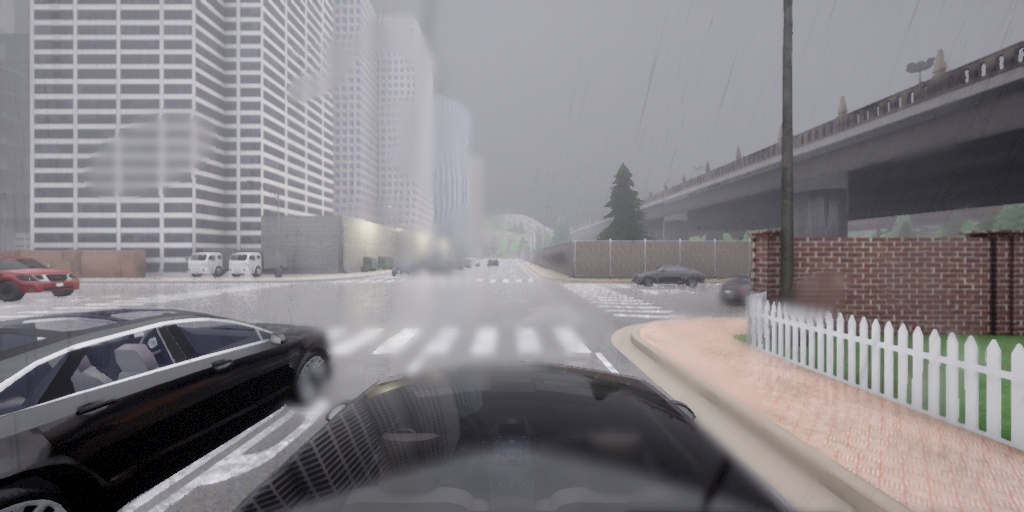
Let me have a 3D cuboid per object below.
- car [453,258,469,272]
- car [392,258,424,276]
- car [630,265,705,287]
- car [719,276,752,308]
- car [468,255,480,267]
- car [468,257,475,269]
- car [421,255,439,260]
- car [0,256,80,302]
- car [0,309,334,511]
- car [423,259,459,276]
[{"bbox_3d":[-7.125,1.269,45.715,1.994,1.385,4.181,0,0,0],"label":"car"},{"bbox_3d":[-10.620,1.241,36.273,1.812,1.442,4.674,0,0,0],"label":"car"},{"bbox_3d":[10.431,1.308,24.184,4.674,1.442,1.812,0,0,1],"label":"car"},{"bbox_3d":[10.203,1.357,13.483,4.181,1.385,1.994,0,0,0],"label":"car"},{"bbox_3d":[-7.058,0.907,64.759,2.150,2.045,5.566,0,0,0],"label":"car"},{"bbox_3d":[-7.113,1.261,54.112,1.994,1.385,4.181,0,0,0],"label":"car"},{"bbox_3d":[-10.627,0.927,45.975,2.150,2.045,5.566,0,0,0],"label":"car"},{"bbox_3d":[-24.153,1.012,16.972,5.566,2.045,2.150,0,0,0],"label":"car"},{"bbox_3d":[-3.557,1.240,3.303,2.128,1.511,4.902,0,0,1],"label":"car"},{"bbox_3d":[-7.119,1.262,36.477,2.033,1.411,5.357,0,0,0],"label":"car"}]
